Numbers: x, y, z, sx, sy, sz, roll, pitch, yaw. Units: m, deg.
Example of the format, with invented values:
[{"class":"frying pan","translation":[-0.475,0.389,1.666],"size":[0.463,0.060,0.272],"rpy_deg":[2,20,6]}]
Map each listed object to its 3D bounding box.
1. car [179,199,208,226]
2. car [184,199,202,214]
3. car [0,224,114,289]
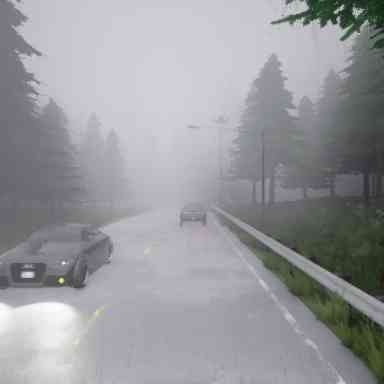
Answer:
[{"class":"car","translation":[0.088,1.534,23.866],"size":[2.128,1.511,4.902],"rpy_deg":[0,0,0]},{"class":"car","translation":[0.075,1.571,37.071],"size":[1.837,1.490,4.892],"rpy_deg":[0,0,0]},{"class":"car","translation":[-3.498,1.581,9.083],"size":[1.994,1.385,4.181],"rpy_deg":[0,0,0]}]
